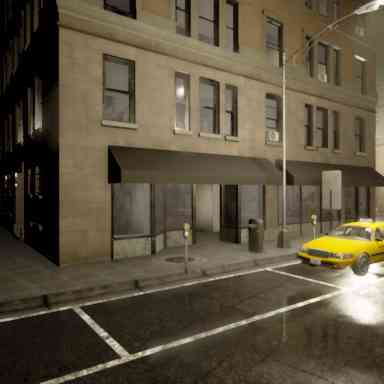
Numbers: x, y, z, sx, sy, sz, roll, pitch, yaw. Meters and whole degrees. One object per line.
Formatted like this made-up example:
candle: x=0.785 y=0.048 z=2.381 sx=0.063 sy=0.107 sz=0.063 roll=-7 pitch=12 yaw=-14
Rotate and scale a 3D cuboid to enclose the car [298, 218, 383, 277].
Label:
car: x=5.253 y=1.525 z=10.273 sx=4.829 sy=1.417 sz=1.752 roll=0 pitch=0 yaw=-35
